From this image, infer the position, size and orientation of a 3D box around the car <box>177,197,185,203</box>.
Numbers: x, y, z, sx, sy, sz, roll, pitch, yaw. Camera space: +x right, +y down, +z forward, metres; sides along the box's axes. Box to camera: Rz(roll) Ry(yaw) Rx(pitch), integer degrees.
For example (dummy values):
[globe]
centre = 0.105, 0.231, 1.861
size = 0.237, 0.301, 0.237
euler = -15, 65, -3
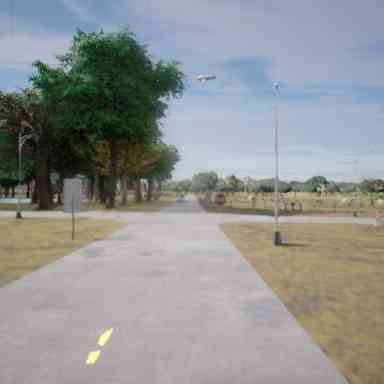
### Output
[car]
centre = -2.777, 2.099, 84.306
size = 1.882, 1.535, 5.008
euler = 0, 0, 0
